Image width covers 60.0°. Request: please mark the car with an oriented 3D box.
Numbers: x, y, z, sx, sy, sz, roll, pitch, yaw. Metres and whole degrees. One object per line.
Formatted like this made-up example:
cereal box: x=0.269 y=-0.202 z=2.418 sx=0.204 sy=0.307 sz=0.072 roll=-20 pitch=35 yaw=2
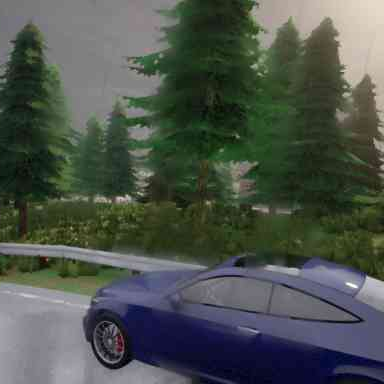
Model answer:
car: x=0.752 y=1.499 z=4.100 sx=4.674 sy=1.442 sz=1.812 roll=1 pitch=1 yaw=31
